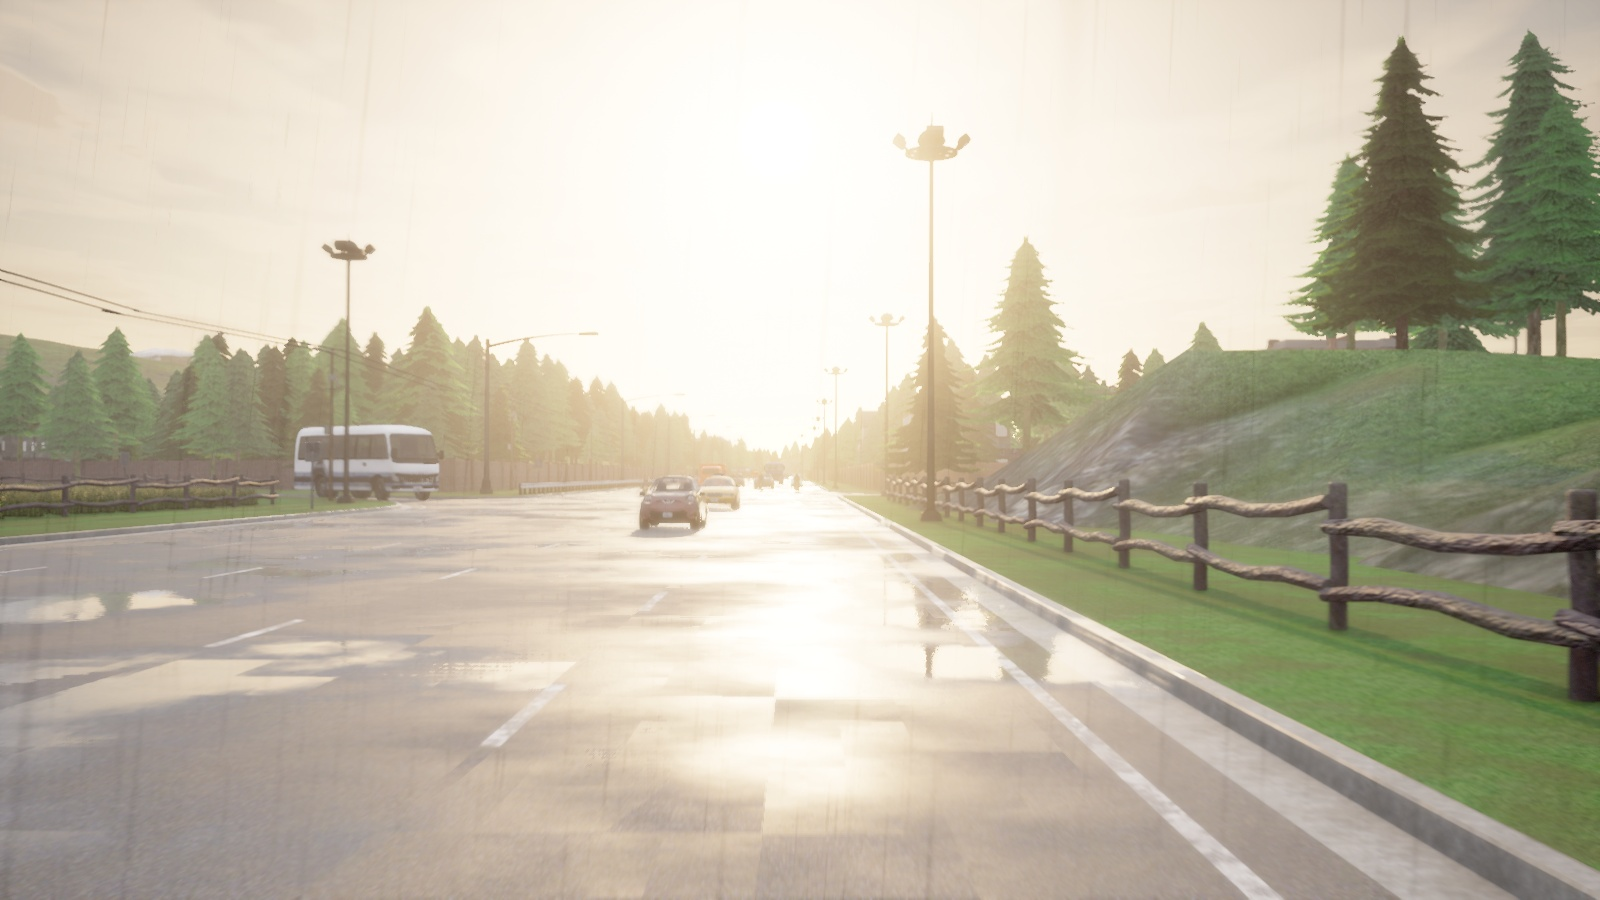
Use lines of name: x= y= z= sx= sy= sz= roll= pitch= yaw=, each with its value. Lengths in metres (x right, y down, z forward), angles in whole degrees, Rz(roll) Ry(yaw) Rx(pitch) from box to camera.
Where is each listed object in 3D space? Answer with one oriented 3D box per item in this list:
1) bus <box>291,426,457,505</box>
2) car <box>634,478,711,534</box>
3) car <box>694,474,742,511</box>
bus: x=-24.623 y=0.958 z=72.267 sx=10.273 sy=4.253 sz=3.944 roll=-1 pitch=-1 yaw=37
car: x=-3.588 y=1.552 z=35.858 sx=1.845 sy=1.501 sz=3.633 roll=0 pitch=-1 yaw=0
car: x=-3.638 y=1.876 z=56.301 sx=1.801 sy=1.575 sz=5.366 roll=0 pitch=-1 yaw=0
